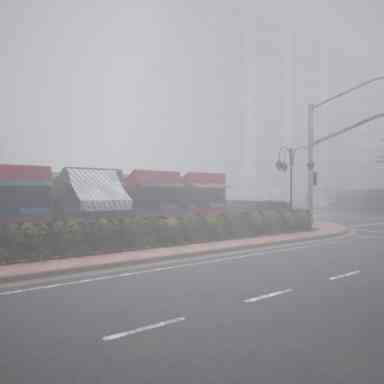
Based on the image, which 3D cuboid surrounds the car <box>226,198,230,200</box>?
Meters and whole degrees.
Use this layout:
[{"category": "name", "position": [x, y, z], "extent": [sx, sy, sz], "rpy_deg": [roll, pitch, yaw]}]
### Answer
[{"category": "car", "position": [3.379, 1.434, 35.375], "extent": [2.128, 1.511, 4.902], "rpy_deg": [0, 0, -36]}]

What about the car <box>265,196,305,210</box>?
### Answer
[{"category": "car", "position": [8.701, 1.468, 33.998], "extent": [1.812, 1.442, 4.674], "rpy_deg": [0, 0, -36]}]

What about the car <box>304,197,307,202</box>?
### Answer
[{"category": "car", "position": [19.031, 1.110, 59.142], "extent": [1.905, 1.878, 3.866], "rpy_deg": [0, 0, -36]}]

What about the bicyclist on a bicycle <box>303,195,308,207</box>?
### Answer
[{"category": "bicyclist on a bicycle", "position": [15.563, 1.242, 44.947], "extent": [1.656, 1.620, 0.582], "rpy_deg": [0, 0, -36]}]

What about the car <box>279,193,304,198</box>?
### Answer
[{"category": "car", "position": [16.639, 1.110, 57.430], "extent": [1.905, 1.878, 3.866], "rpy_deg": [0, 0, -36]}]
